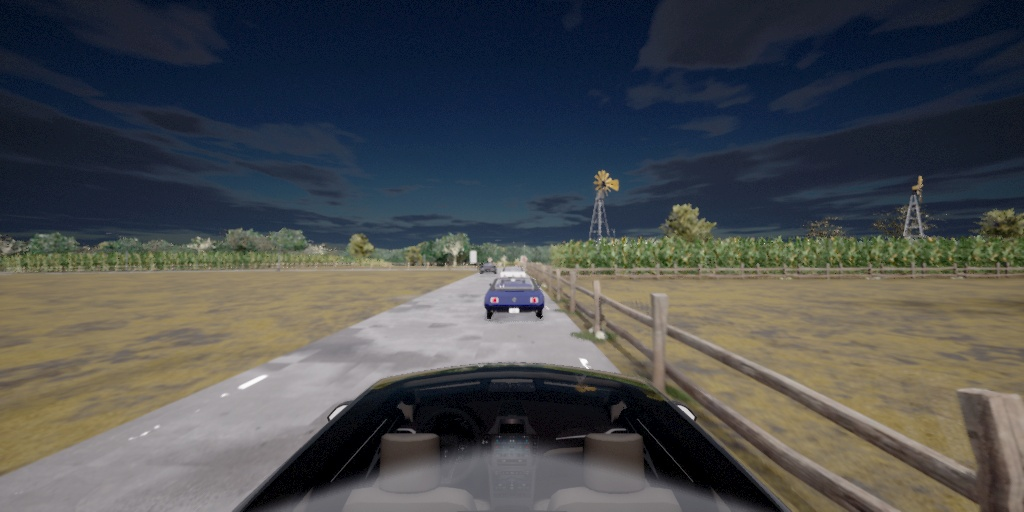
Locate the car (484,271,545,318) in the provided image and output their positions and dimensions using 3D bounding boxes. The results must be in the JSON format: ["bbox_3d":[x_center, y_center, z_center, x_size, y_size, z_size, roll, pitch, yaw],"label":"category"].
[{"bbox_3d":[0.080,1.383,13.131,1.895,1.301,4.718,0,0,0],"label":"car"}]

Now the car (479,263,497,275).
[{"bbox_3d":[-2.849,1.557,43.863,1.994,1.385,4.181,0,-1,0],"label":"car"}]

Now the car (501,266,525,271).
[{"bbox_3d":[0.075,1.465,28.322,1.895,1.301,4.718,0,0,0],"label":"car"}]
